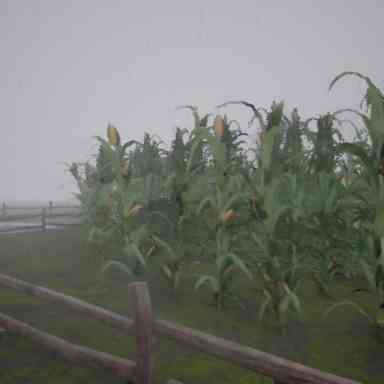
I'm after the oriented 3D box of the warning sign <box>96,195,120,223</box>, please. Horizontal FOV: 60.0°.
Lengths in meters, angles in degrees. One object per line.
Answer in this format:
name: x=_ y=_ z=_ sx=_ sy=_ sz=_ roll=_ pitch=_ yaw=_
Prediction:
warning sign: x=-5.860 y=1.173 z=23.244 sx=1.300 sy=1.860 sz=1.060 roll=1 pitch=1 yaw=35
